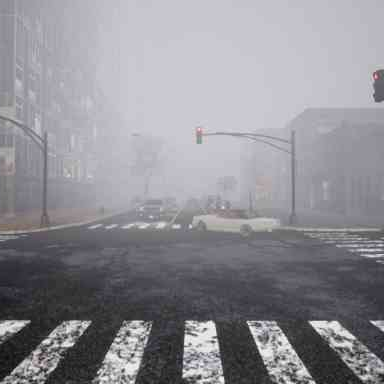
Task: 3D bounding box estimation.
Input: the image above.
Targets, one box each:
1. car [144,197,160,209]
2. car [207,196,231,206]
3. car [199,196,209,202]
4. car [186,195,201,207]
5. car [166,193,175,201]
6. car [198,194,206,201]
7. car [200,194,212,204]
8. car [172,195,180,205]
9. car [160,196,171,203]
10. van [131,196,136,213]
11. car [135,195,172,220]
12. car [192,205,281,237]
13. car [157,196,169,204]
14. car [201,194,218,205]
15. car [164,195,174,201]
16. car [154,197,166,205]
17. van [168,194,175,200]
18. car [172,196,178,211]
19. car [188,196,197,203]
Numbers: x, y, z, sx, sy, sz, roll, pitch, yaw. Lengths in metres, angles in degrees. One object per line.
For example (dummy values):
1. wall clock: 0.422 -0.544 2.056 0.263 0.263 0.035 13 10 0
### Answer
1. car: -5.663 1.530 47.819 1.752 1.417 4.829 1 0 0
2. car: 2.713 1.444 31.003 1.967 1.590 4.097 1 0 0
3. car: 2.724 1.572 76.396 1.947 1.339 4.313 1 0 0
4. car: 0.114 1.531 50.289 1.812 1.442 4.674 0 0 0
5. car: -5.648 1.321 87.707 2.192 1.841 5.009 1 0 0
6. car: 2.729 1.446 87.743 1.967 1.590 4.097 1 0 0
7. car: 2.725 1.321 65.048 2.192 1.841 5.009 1 0 0
8. car: -3.082 1.531 47.642 1.812 1.442 4.674 0 0 0
9. car: -5.658 1.572 70.685 1.947 1.339 4.313 1 0 0
10. van: -5.663 1.346 36.641 1.690 1.788 3.998 1 0 0
11. car: -3.125 1.356 28.149 2.097 1.767 4.553 0 0 1
12. car: 2.256 1.607 18.011 4.718 1.301 1.895 0 0 41
13. car: -5.659 1.572 65.011 1.947 1.339 4.313 1 0 0
14. car: 2.719 1.320 42.351 2.192 1.841 5.009 1 0 0
15. car: -5.654 1.557 82.033 2.008 1.369 4.403 1 0 0
16. car: -5.661 1.587 59.337 1.802 1.307 4.206 1 0 0
17. van: -5.647 1.347 93.381 1.690 1.788 3.998 1 0 0
18. car: -3.090 1.552 37.622 2.033 1.411 5.357 0 0 0
19. car: 0.120 1.606 70.128 1.895 1.301 4.718 0 0 0
